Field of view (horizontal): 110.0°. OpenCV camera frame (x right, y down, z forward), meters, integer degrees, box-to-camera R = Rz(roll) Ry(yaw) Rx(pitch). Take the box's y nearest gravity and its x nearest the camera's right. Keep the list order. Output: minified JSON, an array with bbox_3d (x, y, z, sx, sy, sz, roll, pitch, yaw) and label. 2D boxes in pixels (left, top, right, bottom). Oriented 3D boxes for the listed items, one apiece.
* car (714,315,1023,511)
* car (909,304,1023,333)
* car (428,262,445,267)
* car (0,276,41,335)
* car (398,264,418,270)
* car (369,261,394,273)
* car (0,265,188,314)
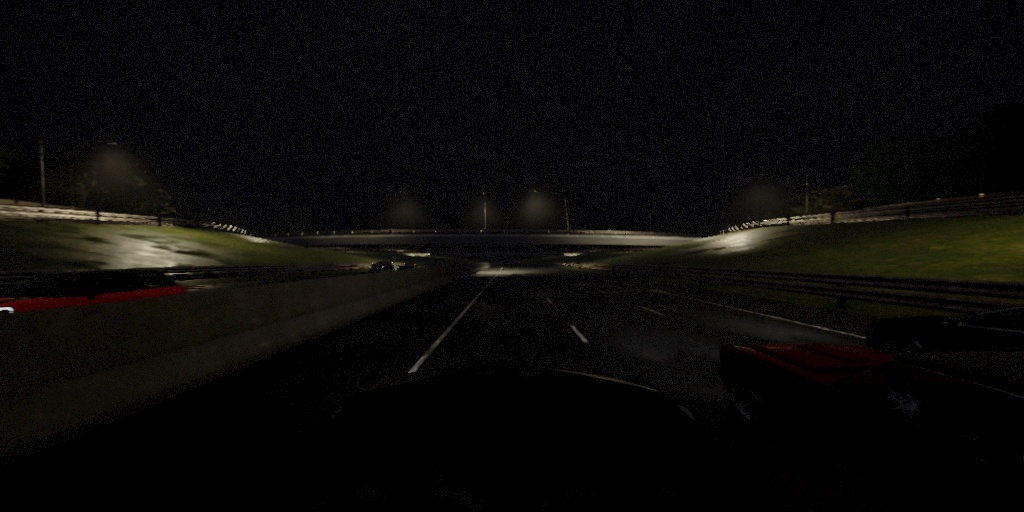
[{"bbox_3d":[3.600,1.355,2.603,1.895,1.301,4.718,0,0,0],"label":"car"},{"bbox_3d":[7.099,1.251,4.253,2.128,1.511,4.902,0,0,0],"label":"car"},{"bbox_3d":[-10.779,1.656,51.084,1.882,1.535,5.008,0,-1,0],"label":"car"},{"bbox_3d":[-14.099,1.288,7.584,1.837,1.490,4.892,0,0,0],"label":"car"},{"bbox_3d":[-14.264,1.725,49.513,1.994,1.385,4.181,0,-1,0],"label":"car"},{"bbox_3d":[-17.761,1.510,49.057,2.097,1.767,4.553,0,-1,0],"label":"car"},{"bbox_3d":[-10.601,1.139,8.714,2.097,1.767,4.553,0,0,0],"label":"car"}]
